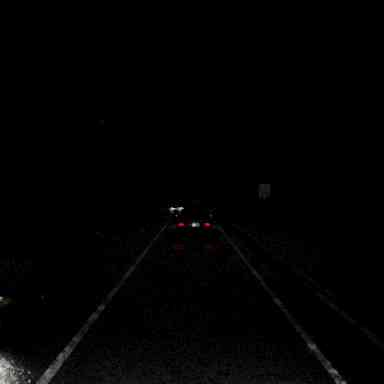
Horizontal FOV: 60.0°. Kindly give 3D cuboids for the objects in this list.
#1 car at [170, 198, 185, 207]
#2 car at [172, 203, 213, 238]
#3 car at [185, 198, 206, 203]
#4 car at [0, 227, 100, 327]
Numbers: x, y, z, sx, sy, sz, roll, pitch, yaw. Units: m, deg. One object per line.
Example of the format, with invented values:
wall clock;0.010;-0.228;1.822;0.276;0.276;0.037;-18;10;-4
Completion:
car;-1.922;1.554;49.838;2.033;1.411;5.357;1;0;9
car;0.100;1.547;17.557;2.033;1.411;5.357;0;0;0
car;0.608;1.497;39.143;1.882;1.535;5.008;0;0;4
car;-3.600;1.540;7.494;2.033;1.411;5.357;0;0;0
